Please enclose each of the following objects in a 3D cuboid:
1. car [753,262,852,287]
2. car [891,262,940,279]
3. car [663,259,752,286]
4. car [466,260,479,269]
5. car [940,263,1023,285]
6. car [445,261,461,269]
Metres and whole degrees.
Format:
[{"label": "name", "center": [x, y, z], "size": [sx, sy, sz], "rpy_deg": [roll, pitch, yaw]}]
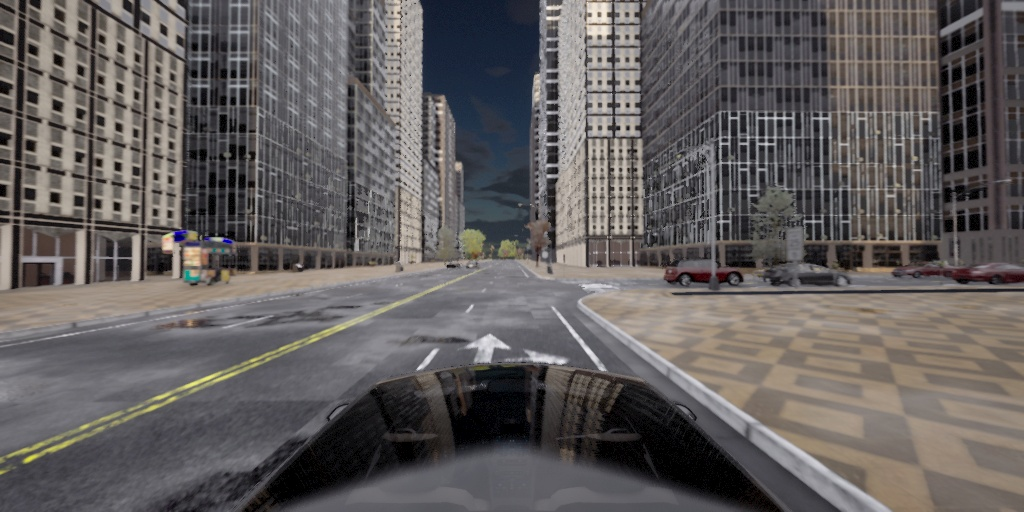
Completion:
[{"label": "car", "center": [16.685, 1.092, 20.368], "size": [4.403, 1.370, 2.007], "rpy_deg": [0, 0, -1]}, {"label": "car", "center": [33.253, 1.130, 28.966], "size": [4.207, 1.307, 1.802], "rpy_deg": [0, 0, -1]}, {"label": "car", "center": [12.237, 0.988, 23.018], "size": [4.553, 1.767, 2.097], "rpy_deg": [-1, -1, -1]}, {"label": "car", "center": [-6.546, 1.442, 59.805], "size": [2.128, 1.511, 4.902], "rpy_deg": [0, 0, 1]}, {"label": "car", "center": [27.803, 1.018, 20.514], "size": [4.207, 1.307, 1.802], "rpy_deg": [0, 0, -1]}, {"label": "car", "center": [-9.786, 1.550, 59.784], "size": [1.895, 1.301, 4.718], "rpy_deg": [0, 0, 1]}]
